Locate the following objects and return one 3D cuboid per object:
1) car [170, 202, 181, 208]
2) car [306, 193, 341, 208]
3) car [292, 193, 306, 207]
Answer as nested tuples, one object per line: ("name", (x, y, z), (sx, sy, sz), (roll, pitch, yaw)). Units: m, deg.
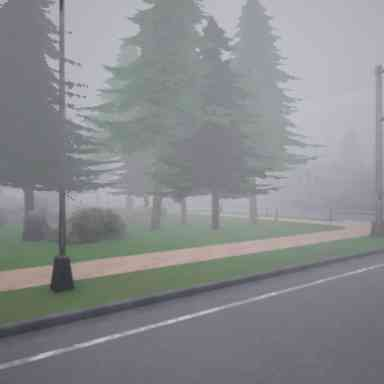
("car", (-3.165, 1.433, 47.802), (2.128, 1.511, 4.902), (0, 0, -37))
("car", (17.025, 1.092, 42.456), (4.605, 1.855, 1.932), (0, 0, -37))
("car", (15.207, 1.094, 44.236), (3.866, 1.878, 1.905), (0, 0, -37))
